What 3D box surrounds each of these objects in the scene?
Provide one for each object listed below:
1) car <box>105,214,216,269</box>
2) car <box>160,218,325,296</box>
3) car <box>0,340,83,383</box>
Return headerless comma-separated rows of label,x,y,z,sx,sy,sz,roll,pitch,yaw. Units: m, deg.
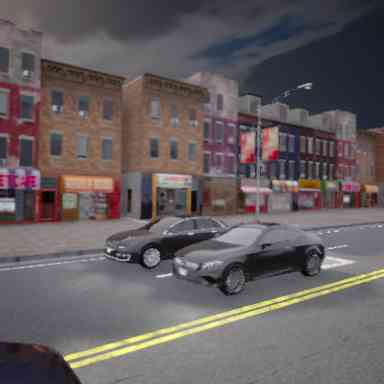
car,-0.493,1.532,11.315,4.892,1.490,1.837,1,-1,-35
car,1.688,1.552,8.877,4.674,1.442,1.812,0,0,-35
car,-2.561,1.559,1.612,4.181,1.385,1.994,0,0,-35
